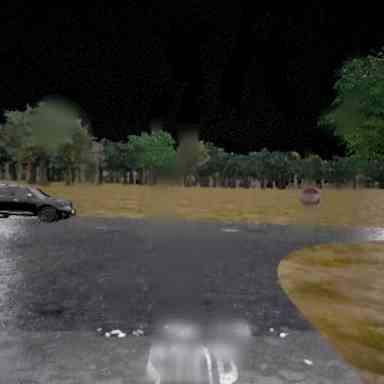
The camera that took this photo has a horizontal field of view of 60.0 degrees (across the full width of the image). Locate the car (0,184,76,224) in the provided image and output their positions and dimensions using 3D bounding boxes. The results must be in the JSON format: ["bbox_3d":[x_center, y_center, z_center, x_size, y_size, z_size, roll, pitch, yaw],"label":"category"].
[{"bbox_3d":[-9.508,0.639,18.760,5.566,2.045,2.150,3,-1,-3],"label":"car"}]
